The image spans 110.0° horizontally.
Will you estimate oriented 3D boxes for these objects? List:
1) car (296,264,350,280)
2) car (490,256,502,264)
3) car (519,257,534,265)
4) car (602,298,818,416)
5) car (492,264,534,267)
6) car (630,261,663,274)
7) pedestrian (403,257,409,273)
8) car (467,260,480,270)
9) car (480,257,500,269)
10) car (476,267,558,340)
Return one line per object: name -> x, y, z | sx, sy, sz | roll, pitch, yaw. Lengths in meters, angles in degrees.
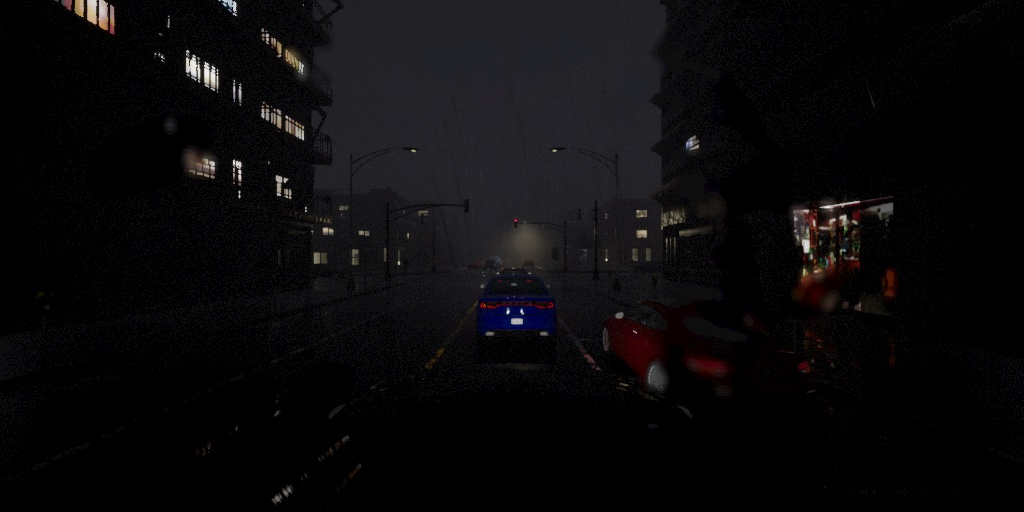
car -> -17.517, 1.456, 33.550 | 4.892, 1.490, 1.837 | -1, 0, 0
car -> -3.102, 1.021, 61.584 | 2.150, 2.045, 5.566 | 0, 0, 1
car -> 2.676, 1.114, 60.557 | 2.192, 1.841, 5.009 | 0, 0, 0
car -> 2.689, 1.333, 5.805 | 1.802, 1.307, 4.207 | 0, 0, 0
car -> 0.097, 1.322, 18.987 | 1.994, 1.385, 4.181 | 0, 0, 0
car -> 14.356, 1.154, 36.776 | 4.181, 1.385, 1.994 | -1, 0, 0
pedestrian -> -12.521, 1.061, 42.290 | 0.375, 1.860, 0.375 | 0, 0, 0
car -> -5.791, 1.336, 55.033 | 1.888, 1.381, 4.507 | 0, 0, 0
car -> -3.102, 1.291, 51.633 | 1.837, 1.490, 4.892 | 0, 0, 0
car -> 0.099, 1.230, 10.046 | 1.882, 1.535, 5.008 | 0, 0, 0
